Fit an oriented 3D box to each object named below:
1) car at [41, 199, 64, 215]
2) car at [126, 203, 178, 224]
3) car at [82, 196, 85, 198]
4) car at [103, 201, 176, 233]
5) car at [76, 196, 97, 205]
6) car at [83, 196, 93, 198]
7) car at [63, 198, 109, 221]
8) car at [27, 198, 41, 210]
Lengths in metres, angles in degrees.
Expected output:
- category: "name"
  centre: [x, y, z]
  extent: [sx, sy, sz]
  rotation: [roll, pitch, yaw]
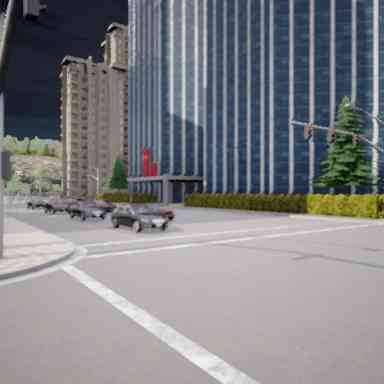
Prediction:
- category: "car"
  centre: [-14.069, 1.508, 34.873]
  extent: [1.837, 1.490, 4.892]
  rotation: [0, 0, -36]
- category: "car"
  centre: [-3.204, 1.607, 25.821]
  extent: [1.895, 1.301, 4.718]
  rotation: [0, 0, -36]
- category: "car"
  centre: [-15.540, 1.553, 42.901]
  extent: [2.033, 1.411, 5.357]
  rotation: [0, 0, -36]
- category: "car"
  centre: [-3.200, 1.496, 19.859]
  extent: [2.128, 1.511, 4.902]
  rotation: [0, 0, -36]
- category: "car"
  centre: [-19.028, 1.500, 59.940]
  extent: [2.128, 1.511, 4.902]
  rotation: [0, 0, -36]
- category: "car"
  centre: [-9.323, 1.484, 34.281]
  extent: [1.882, 1.535, 5.008]
  rotation: [0, 0, -36]
- category: "car"
  centre: [-8.612, 1.496, 27.326]
  extent: [2.128, 1.511, 4.902]
  rotation: [0, 0, -36]
- category: "car"
  centre: [-20.270, 1.550, 43.501]
  extent: [2.033, 1.411, 5.357]
  rotation: [0, 0, -35]
